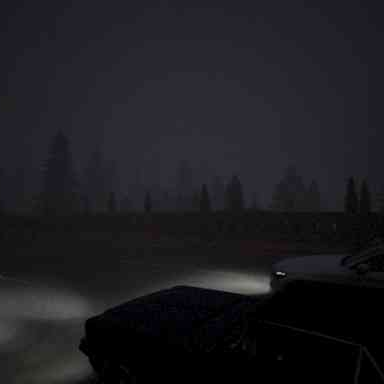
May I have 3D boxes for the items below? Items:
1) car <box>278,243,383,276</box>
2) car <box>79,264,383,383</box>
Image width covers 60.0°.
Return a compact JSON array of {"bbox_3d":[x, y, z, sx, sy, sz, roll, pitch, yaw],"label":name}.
[{"bbox_3d":[3.678,1.530,5.668,4.674,1.442,1.812,-1,0,36],"label":"car"},{"bbox_3d":[1.021,1.617,3.265,4.718,1.301,1.895,-1,-1,35],"label":"car"}]
